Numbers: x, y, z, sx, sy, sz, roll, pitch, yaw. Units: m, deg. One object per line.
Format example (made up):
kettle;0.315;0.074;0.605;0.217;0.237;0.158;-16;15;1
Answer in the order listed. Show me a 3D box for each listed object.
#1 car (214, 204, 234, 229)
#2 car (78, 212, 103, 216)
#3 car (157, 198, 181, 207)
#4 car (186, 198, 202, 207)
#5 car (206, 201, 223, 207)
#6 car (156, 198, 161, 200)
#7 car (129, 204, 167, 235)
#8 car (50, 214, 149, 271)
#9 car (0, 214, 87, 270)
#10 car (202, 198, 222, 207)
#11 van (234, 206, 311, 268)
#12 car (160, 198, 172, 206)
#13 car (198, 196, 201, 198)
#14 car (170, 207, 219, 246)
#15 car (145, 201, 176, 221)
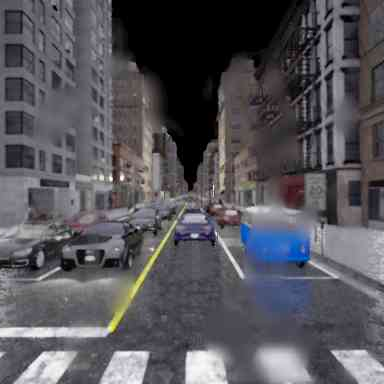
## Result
car;2.669;1.757;22.721;1.802;1.307;4.206;0;0;0
car;-5.366;1.722;17.045;1.887;1.381;4.507;0;-1;0
car;-2.735;1.859;40.006;1.837;1.490;4.892;0;0;1
car;0.125;1.901;42.246;2.033;1.411;5.357;0;0;0
car;2.688;1.853;34.084;1.802;1.307;4.206;0;0;0
car;-5.309;2.026;51.135;1.947;1.339;4.313;0;0;0
car;-2.823;1.692;20.109;1.837;1.490;4.892;0;-1;0
car;-2.837;1.674;11.255;1.994;1.385;4.181;0;-1;0
car;-5.375;1.678;11.364;2.008;1.369;4.403;0;-1;0
car;2.695;1.632;39.768;2.192;1.841;5.009;0;0;0
van;2.648;1.416;11.362;1.690;1.788;3.998;0;-1;0
car;-5.282;2.038;68.181;1.967;1.590;4.097;0;0;0
car;2.865;2.072;74.205;1.882;1.535;5.008;0;0;0
car;0.120;1.658;16.065;1.812;1.442;4.674;0;-1;0
car;-2.790;1.836;30.036;1.994;1.385;4.181;0;0;1
